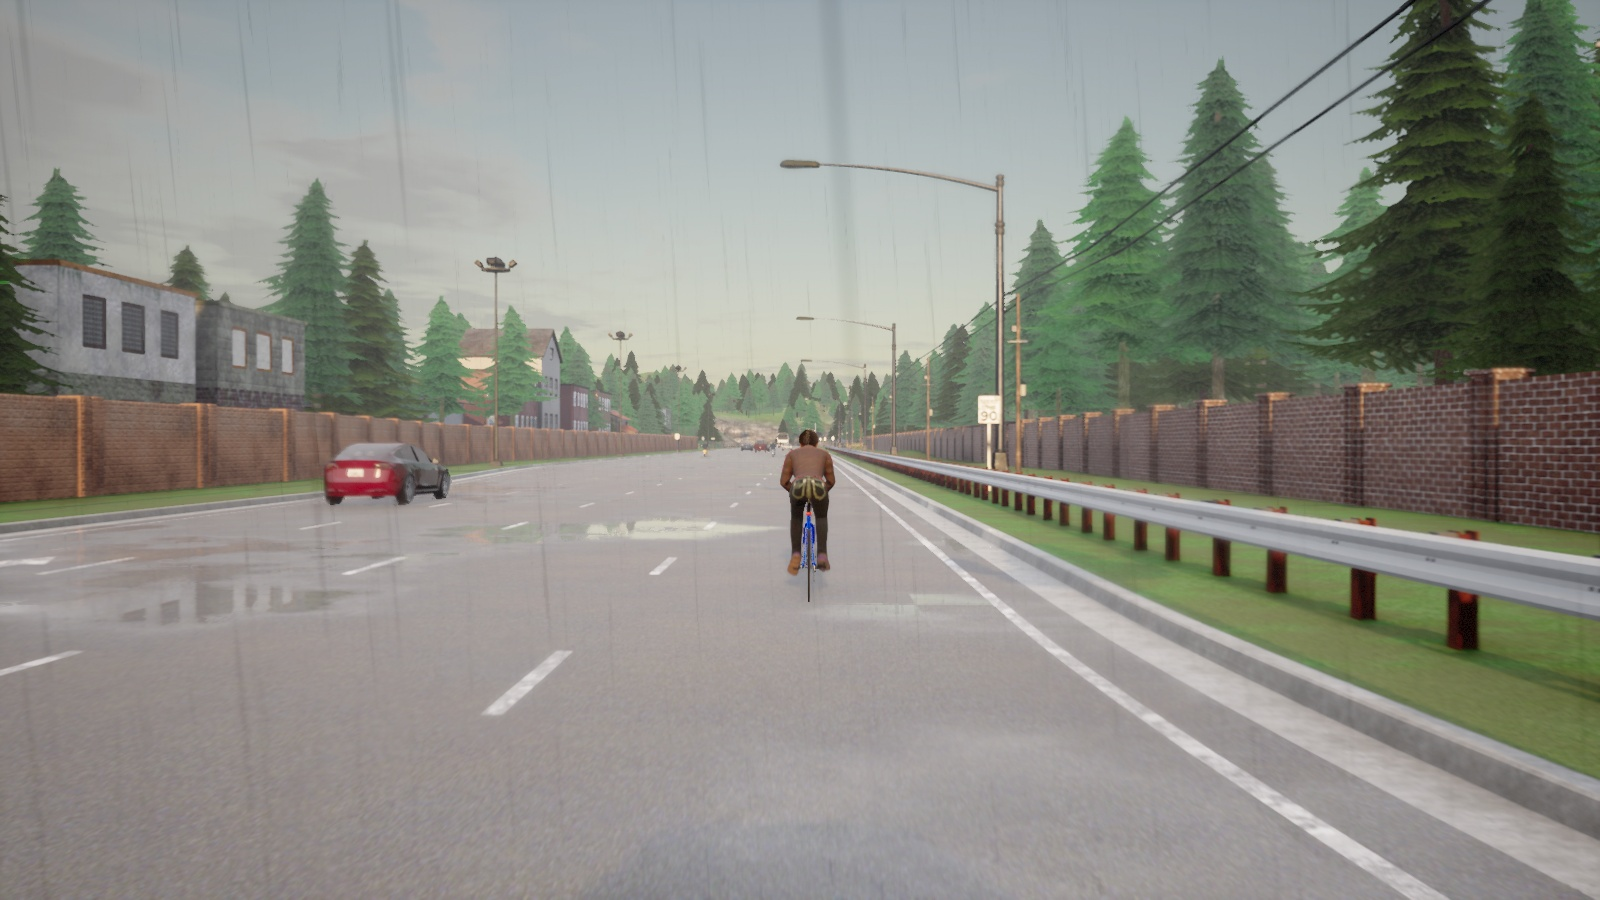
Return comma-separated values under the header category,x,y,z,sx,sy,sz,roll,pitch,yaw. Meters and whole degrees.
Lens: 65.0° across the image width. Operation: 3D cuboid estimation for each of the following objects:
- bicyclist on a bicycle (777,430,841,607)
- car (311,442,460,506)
category,x,y,z,sx,sy,sz,roll,pitch,yaw
bicyclist on a bicycle,0.084,0.625,12.279,0.582,1.620,1.656,0,0,0
car,-10.306,0.547,31.645,2.163,1.488,4.792,0,0,0
